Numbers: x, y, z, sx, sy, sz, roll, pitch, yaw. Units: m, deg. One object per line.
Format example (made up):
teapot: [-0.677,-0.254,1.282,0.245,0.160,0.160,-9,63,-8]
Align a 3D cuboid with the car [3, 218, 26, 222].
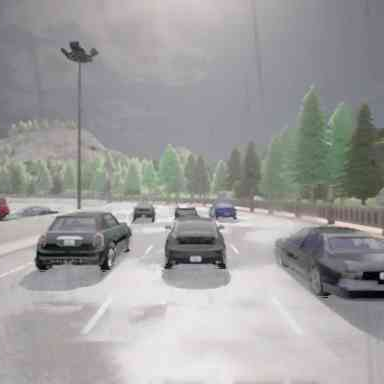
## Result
car: [-10.704,1.703,22.421,2.033,1.411,5.357,0,0,-2]

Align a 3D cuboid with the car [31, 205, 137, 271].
car: [-3.399,1.431,11.351,2.097,1.767,4.553,0,0,0]

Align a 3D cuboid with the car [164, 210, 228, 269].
car: [0.102,1.586,11.464,1.837,1.490,4.892,0,0,0]

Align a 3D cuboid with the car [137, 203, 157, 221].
car: [-4.139,1.707,29.021,1.837,1.490,4.892,0,0,-6]

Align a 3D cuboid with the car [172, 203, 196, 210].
car: [-0.623,1.693,28.956,2.128,1.511,4.902,0,0,-6]

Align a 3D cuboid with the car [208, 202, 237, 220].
car: [2.717,1.690,30.531,1.882,1.535,5.008,0,0,-7]

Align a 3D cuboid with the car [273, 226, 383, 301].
car: [3.601,1.608,8.635,2.033,1.411,5.357,0,0,0]
